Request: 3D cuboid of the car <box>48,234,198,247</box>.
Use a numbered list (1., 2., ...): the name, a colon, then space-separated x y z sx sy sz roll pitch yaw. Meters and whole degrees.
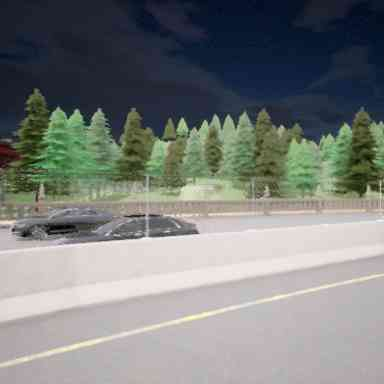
1. car: -2.026 1.492 10.790 4.892 1.490 1.837 0 0 -32
